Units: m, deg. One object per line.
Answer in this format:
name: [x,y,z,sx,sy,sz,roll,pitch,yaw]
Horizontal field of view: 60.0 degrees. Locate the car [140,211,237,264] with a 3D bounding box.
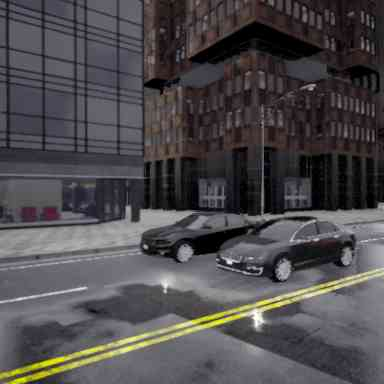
car: [0.552,1.475,12.063,5.008,1.535,1.882,0,0,-35]

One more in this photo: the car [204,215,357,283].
car: [2.918,1.500,9.758,4.892,1.490,1.837,0,0,-35]
